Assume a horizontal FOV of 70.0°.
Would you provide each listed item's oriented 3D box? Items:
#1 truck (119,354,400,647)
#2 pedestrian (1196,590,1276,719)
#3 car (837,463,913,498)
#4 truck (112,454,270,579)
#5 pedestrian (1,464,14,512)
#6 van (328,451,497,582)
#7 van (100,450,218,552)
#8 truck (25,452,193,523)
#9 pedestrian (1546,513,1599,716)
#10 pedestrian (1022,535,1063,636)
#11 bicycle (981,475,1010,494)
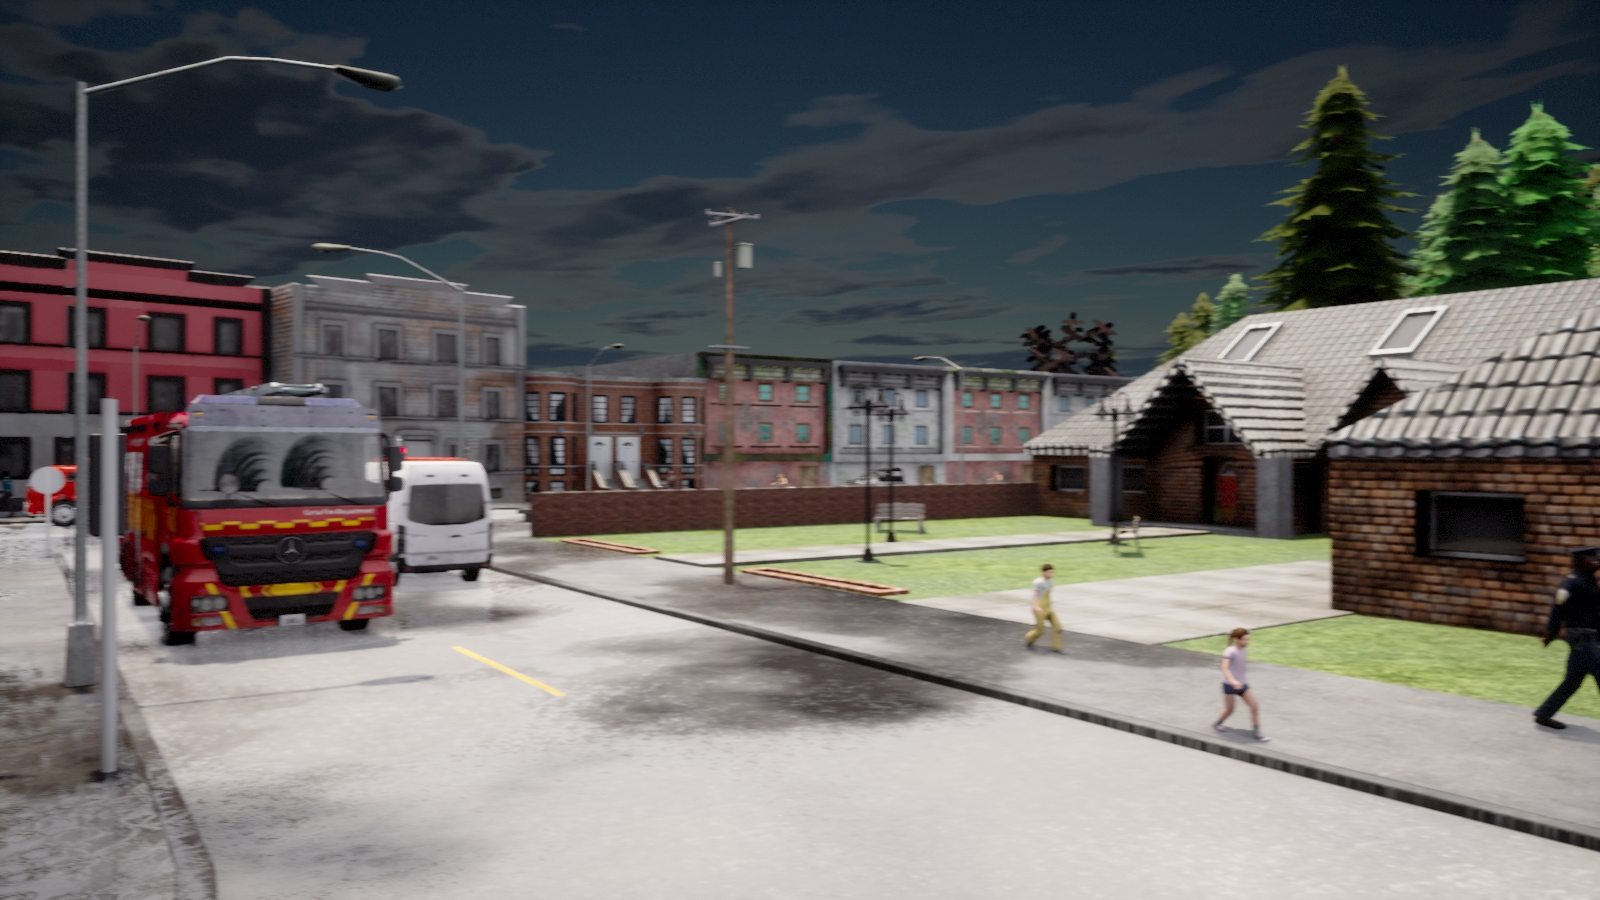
[{"bbox_3d":[-9.406,0.657,19.200,2.891,3.827,8.468,0,0,-35],"label":"truck"},{"bbox_3d":[4.116,1.916,10.802,0.500,1.100,0.500,0,0,-27],"label":"pedestrian"},{"bbox_3d":[4.153,1.657,63.142,3.866,1.878,1.905,0,0,-35],"label":"car"},{"bbox_3d":[-13.785,1.327,25.664,2.627,2.467,5.204,0,0,-34],"label":"truck"},{"bbox_3d":[-31.081,1.474,44.812,0.375,1.860,0.375,0,0,-40],"label":"pedestrian"},{"bbox_3d":[-8.734,1.303,25.345,1.988,2.561,5.915,0,0,-35],"label":"van"},{"bbox_3d":[-17.954,1.287,31.828,1.988,2.561,5.915,0,0,-38],"label":"van"},{"bbox_3d":[-25.691,1.307,42.524,5.204,2.467,2.627,0,0,-35],"label":"truck"},{"bbox_3d":[7.382,1.541,10.855,0.375,1.860,0.375,0,0,-33],"label":"pedestrian"},{"bbox_3d":[3.262,1.814,15.364,0.375,1.300,0.375,0,0,-34],"label":"pedestrian"},{"bbox_3d":[11.691,2.071,68.315,1.487,1.080,0.859,0,0,-34],"label":"bicycle"}]
